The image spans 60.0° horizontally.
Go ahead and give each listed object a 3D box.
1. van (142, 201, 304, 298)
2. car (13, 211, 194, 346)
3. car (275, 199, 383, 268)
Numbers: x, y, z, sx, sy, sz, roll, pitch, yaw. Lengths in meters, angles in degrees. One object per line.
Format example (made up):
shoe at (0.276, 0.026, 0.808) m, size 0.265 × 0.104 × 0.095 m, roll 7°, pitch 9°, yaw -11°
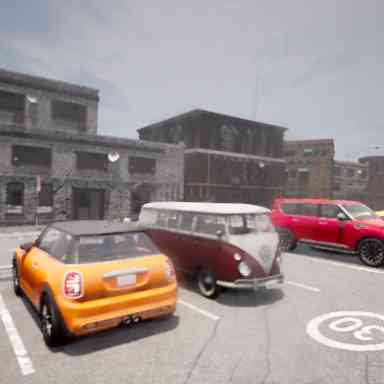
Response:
van at (0.308, 1.268, 8.460) m, size 1.878 × 1.987 × 4.442 m, roll 0°, pitch 0°, yaw -36°
car at (-2.215, 1.355, 6.765) m, size 2.185 × 1.767 × 4.553 m, roll 0°, pitch 0°, yaw -35°
car at (5.295, 1.287, 12.132) m, size 2.435 × 2.045 × 5.566 m, roll 1°, pitch 0°, yaw -36°
